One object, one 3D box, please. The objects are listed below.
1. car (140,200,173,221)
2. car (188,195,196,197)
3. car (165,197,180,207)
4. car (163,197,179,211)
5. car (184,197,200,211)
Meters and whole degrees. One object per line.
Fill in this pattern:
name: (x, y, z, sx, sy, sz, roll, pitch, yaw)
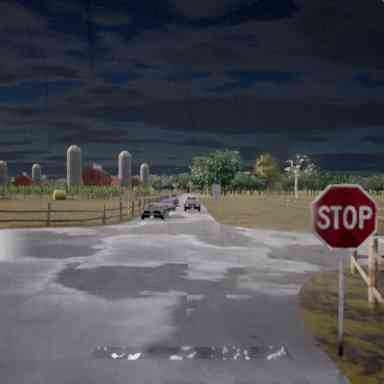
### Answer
car: (-2.924, 1.578, 27.233, 1.895, 1.301, 4.718, 0, 0, 2)
car: (-0.012, 1.380, 65.877, 1.882, 1.535, 5.008, 0, 0, 0)
car: (-2.913, 1.484, 50.792, 2.033, 1.411, 5.357, 0, 0, 0)
car: (-2.906, 1.523, 38.934, 1.994, 1.385, 4.181, 0, 0, 0)
car: (0.033, 1.557, 40.138, 1.895, 1.301, 4.718, 0, 0, 0)
